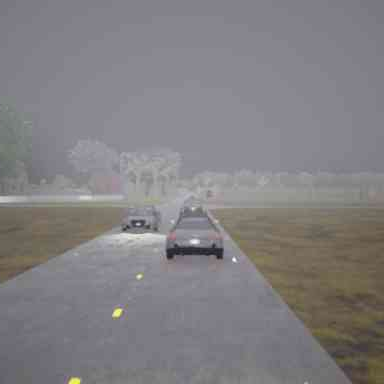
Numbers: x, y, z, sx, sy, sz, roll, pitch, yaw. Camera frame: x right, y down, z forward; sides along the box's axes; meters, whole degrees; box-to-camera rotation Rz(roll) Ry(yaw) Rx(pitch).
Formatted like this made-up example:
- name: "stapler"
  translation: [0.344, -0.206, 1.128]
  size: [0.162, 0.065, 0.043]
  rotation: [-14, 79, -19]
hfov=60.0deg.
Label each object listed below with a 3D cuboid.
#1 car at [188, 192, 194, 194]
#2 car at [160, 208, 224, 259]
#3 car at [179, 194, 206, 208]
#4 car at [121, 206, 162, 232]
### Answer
- name: "car"
  translation: [-0.039, 1.081, 90.954]
  size: [1.994, 1.385, 4.181]
  rotation: [0, 0, 0]
- name: "car"
  translation: [0.094, 1.530, 12.485]
  size: [1.994, 1.385, 4.181]
  rotation: [0, 0, 0]
- name: "car"
  translation: [0.089, 1.276, 26.749]
  size: [2.097, 1.767, 4.553]
  rotation: [0, 0, 0]
- name: "car"
  translation: [-2.854, 1.510, 19.603]
  size: [1.994, 1.385, 4.181]
  rotation: [0, 0, 0]
